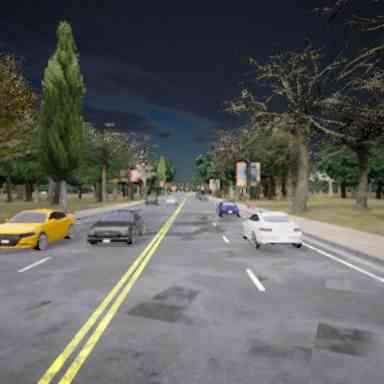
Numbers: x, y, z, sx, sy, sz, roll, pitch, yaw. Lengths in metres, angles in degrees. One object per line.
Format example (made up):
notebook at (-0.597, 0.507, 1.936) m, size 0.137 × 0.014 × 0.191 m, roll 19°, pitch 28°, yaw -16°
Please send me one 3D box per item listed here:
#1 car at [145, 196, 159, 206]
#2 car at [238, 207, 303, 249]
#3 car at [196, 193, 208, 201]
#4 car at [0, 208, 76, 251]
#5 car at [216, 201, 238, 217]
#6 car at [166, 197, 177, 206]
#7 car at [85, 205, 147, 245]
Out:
car at (-6.739, 1.502, 56.006) m, size 1.882 × 1.535 × 5.008 m, roll 0°, pitch 0°, yaw 0°
car at (3.331, 1.534, 14.384) m, size 1.812 × 1.442 × 4.674 m, roll 0°, pitch 0°, yaw 0°
car at (2.867, 1.517, 82.230) m, size 2.128 × 1.511 × 4.902 m, roll 0°, pitch 0°, yaw -1°
car at (-6.618, 1.487, 14.287) m, size 1.882 × 1.535 × 5.008 m, roll 0°, pitch 0°, yaw 0°
car at (3.286, 1.543, 30.981) m, size 1.812 × 1.442 × 4.674 m, roll 0°, pitch 0°, yaw 0°
car at (-3.489, 1.550, 57.096) m, size 1.812 × 1.442 × 4.674 m, roll 0°, pitch 0°, yaw 0°
car at (-3.370, 1.557, 15.786) m, size 2.033 × 1.411 × 5.357 m, roll 0°, pitch 0°, yaw 0°
